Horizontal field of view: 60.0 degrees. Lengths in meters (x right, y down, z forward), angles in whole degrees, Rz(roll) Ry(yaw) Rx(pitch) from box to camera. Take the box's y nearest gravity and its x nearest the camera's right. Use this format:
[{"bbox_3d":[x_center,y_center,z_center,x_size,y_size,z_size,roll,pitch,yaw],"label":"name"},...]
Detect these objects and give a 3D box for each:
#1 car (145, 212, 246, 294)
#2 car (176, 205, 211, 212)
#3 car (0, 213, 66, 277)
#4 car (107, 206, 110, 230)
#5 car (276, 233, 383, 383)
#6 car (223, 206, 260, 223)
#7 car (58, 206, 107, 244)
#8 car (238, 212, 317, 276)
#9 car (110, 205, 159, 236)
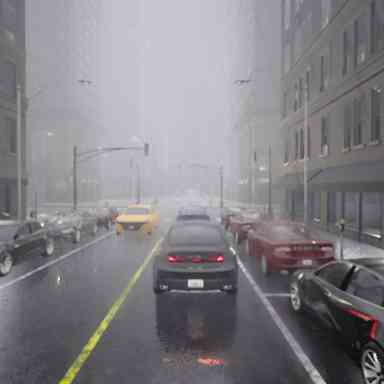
[{"bbox_3d":[0.083,1.509,8.809,1.837,1.490,4.892,0,0,0],"label":"car"},{"bbox_3d":[0.071,1.488,19.209,1.882,1.535,5.008,0,0,1],"label":"car"},{"bbox_3d":[-5.755,1.571,10.219,1.947,1.339,4.313,-1,0,0],"label":"car"},{"bbox_3d":[-5.736,1.556,21.229,1.887,1.381,4.507,-1,0,0],"label":"car"},{"bbox_3d":[2.761,1.568,4.699,1.947,1.339,4.313,-1,0,0],"label":"car"},{"bbox_3d":[2.780,1.553,15.709,1.887,1.381,4.507,-1,0,0],"label":"car"},{"bbox_3d":[-5.745,1.559,15.724,2.008,1.369,4.403,-1,0,0],"label":"car"},{"bbox_3d":[2.770,1.550,10.204,1.887,1.381,4.507,-1,0,0],"label":"car"},{"bbox_3d":[-2.967,1.488,18.826,1.882,1.535,5.008,0,0,0],"label":"car"}]
